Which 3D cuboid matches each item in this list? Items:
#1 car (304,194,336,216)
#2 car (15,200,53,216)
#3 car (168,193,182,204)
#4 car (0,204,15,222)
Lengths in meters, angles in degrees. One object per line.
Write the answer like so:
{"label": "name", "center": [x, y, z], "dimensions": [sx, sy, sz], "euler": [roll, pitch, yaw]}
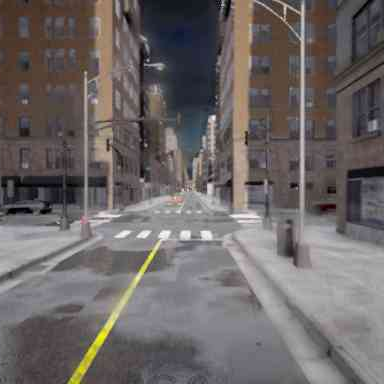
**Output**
{"label": "car", "center": [12.343, 1.086, 29.237], "dimensions": [5.009, 1.841, 2.192], "euler": [0, 1, 0]}
{"label": "car", "center": [-14.540, 1.362, 29.275], "dimensions": [4.313, 1.339, 1.947], "euler": [0, 1, 0]}
{"label": "car", "center": [-2.761, 0.944, 54.863], "dimensions": [2.097, 1.767, 4.553], "euler": [0, 0, 0]}
{"label": "car", "center": [-14.389, 1.412, 21.249], "dimensions": [4.829, 1.417, 1.752], "euler": [0, 1, 0]}
